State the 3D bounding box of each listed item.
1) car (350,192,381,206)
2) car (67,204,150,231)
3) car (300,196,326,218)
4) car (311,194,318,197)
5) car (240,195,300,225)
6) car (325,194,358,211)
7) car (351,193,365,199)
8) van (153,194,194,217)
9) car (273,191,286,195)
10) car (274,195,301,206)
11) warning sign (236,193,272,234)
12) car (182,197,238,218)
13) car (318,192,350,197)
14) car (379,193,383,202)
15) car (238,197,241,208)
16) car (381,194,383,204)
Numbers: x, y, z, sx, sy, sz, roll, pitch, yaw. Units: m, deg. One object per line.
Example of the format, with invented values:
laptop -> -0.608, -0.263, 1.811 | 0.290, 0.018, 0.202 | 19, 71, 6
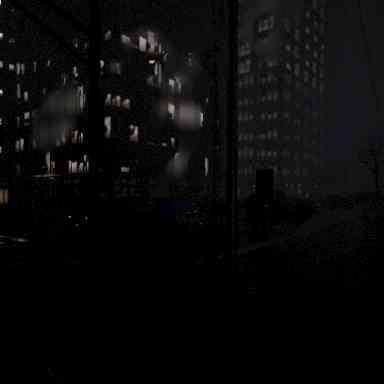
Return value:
car -> 23.088, 0.891, 44.274 | 2.192, 1.841, 5.009 | 1, 1, 39
car -> -4.720, 1.395, 19.195 | 1.895, 1.301, 4.718 | 1, 1, 37
car -> 8.805, 1.305, 26.563 | 1.947, 1.339, 4.313 | 1, 1, 39
car -> 20.172, 1.033, 53.990 | 1.947, 1.339, 4.313 | 1, 1, 39
car -> 5.267, 1.221, 22.108 | 1.967, 1.590, 4.097 | 1, 1, 39
car -> 15.919, 1.239, 35.441 | 1.802, 1.307, 4.206 | 1, 1, 39
car -> 38.089, 0.832, 76.083 | 1.947, 1.339, 4.313 | 1, 1, 39
van -> -1.418, 1.052, 27.553 | 1.690, 1.788, 3.998 | 1, 1, 39
car -> 8.127, 0.870, 35.015 | 2.150, 2.045, 5.566 | 1, 1, 39
car -> 13.005, 1.115, 45.152 | 1.947, 1.339, 4.313 | 1, 1, 39
warning sign -> 2.932, 0.961, 15.668 | 1.300, 1.860, 1.060 | 0, 0, 39
car -> 1.517, 1.287, 26.877 | 1.994, 1.385, 4.181 | 1, 1, 39
car -> 18.066, 1.067, 42.211 | 1.882, 1.535, 5.008 | 1, 1, 39
car -> 33.943, 0.978, 57.664 | 1.752, 1.417, 4.829 | 1, 1, 39
car -> 5.833, 1.175, 36.322 | 1.887, 1.381, 4.507 | 1, 1, 39
car -> 26.671, 0.851, 48.692 | 2.192, 1.841, 5.009 | 1, 1, 39
